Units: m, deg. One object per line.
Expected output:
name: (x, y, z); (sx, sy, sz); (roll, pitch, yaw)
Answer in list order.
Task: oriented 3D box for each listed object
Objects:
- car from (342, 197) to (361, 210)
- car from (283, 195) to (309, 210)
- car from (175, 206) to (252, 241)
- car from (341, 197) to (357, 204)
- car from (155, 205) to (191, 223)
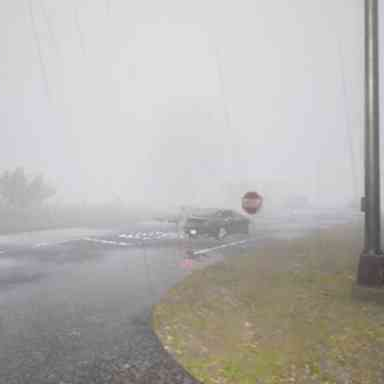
car: (22.242, 1.693, 44.827); (2.033, 1.411, 5.357); (0, 0, 37)
car: (14.541, 1.419, 46.265); (2.150, 2.045, 5.566); (0, 0, 37)
car: (1.524, 1.599, 17.390); (1.837, 1.490, 4.892); (0, 0, 37)
car: (34.188, 1.722, 72.280); (2.033, 1.411, 5.357); (0, 0, 37)
car: (-0.739, 1.726, 26.030); (1.895, 1.301, 4.718); (0, 0, 37)
